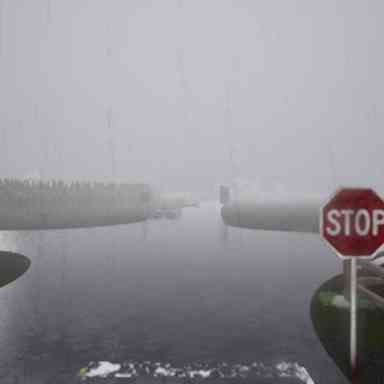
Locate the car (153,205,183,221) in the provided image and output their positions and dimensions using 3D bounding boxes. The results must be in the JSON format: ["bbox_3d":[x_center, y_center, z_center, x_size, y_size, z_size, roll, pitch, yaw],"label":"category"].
[{"bbox_3d":[-2.000,1.774,28.708,1.895,1.301,4.718,0,0,7],"label":"car"}]

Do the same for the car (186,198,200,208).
[{"bbox_3d":[0.199,1.816,54.135,1.837,1.490,4.892,0,0,6],"label":"car"}]
